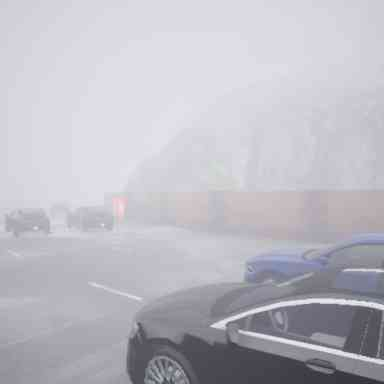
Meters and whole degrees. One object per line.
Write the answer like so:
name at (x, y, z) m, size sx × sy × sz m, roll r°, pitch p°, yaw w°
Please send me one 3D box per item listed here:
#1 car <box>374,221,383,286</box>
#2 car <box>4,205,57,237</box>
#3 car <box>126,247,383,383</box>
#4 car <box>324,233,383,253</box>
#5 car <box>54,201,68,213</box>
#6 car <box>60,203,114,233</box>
car at (7.247, 1.549, 7.439) m, size 5.357 × 1.411 × 2.033 m, roll -1°, pitch 0°, yaw 36°
car at (-9.708, 1.671, 19.584) m, size 1.837 × 1.490 × 4.892 m, roll -1°, pitch 0°, yaw -36°
car at (1.480, 1.500, 3.097) m, size 4.902 × 1.511 × 2.128 m, roll -1°, pitch 0°, yaw 36°
car at (3.363, 1.493, 6.045) m, size 5.008 × 1.535 × 1.882 m, roll -1°, pitch 0°, yaw 36°
car at (-14.863, 1.805, 37.851) m, size 1.837 × 1.490 × 4.892 m, roll 0°, pitch 0°, yaw -18°
car at (-6.606, 1.663, 21.245) m, size 1.837 × 1.490 × 4.892 m, roll -1°, pitch 0°, yaw -36°
